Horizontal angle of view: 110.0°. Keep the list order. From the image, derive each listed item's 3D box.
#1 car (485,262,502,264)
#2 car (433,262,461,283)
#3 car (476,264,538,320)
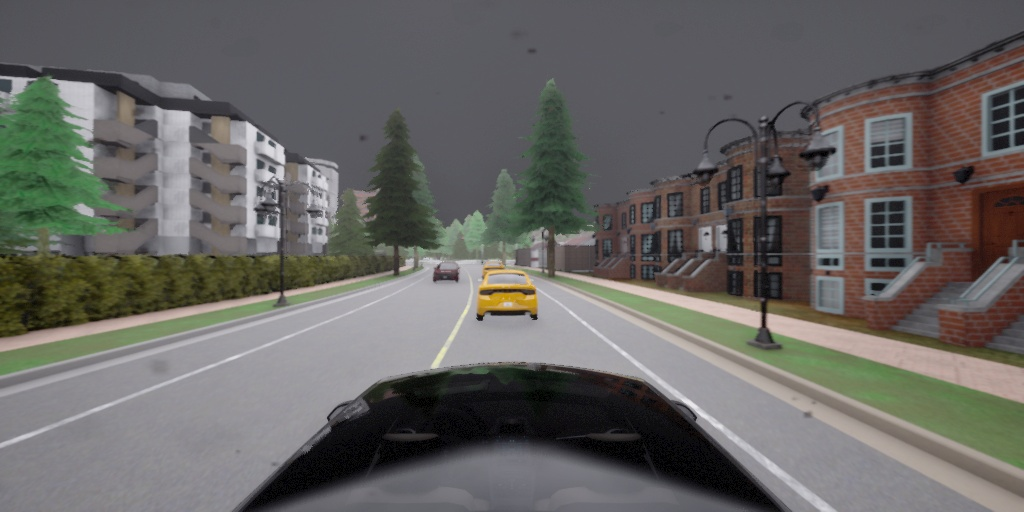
[{"bbox_3d":[-1.614,1.215,31.116,1.882,1.535,5.008,0,0,-6],"label":"car"},{"bbox_3d":[-4.990,1.222,27.832,1.882,1.535,5.008,0,0,-6],"label":"car"},{"bbox_3d":[-0.208,1.222,12.693,1.882,1.535,5.008,0,0,-2],"label":"car"}]
